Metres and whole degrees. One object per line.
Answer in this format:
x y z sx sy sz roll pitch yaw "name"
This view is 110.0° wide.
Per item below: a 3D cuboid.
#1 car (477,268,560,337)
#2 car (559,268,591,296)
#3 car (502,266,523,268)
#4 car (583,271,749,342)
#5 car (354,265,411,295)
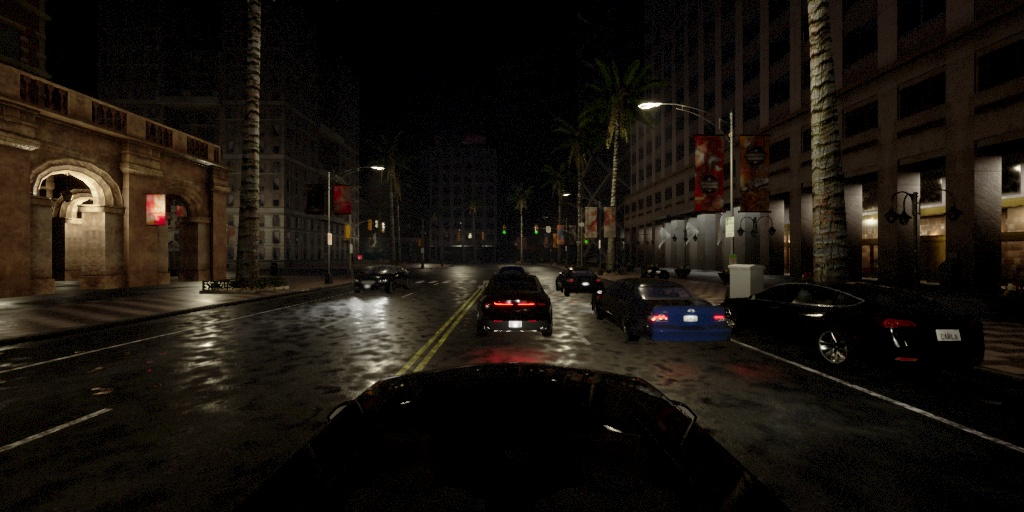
0.053 1.254 10.328 1.837 1.490 4.892 0 0 -1 "car"
3.518 1.314 19.280 1.994 1.385 4.181 0 0 -1 "car"
0.010 1.276 19.629 1.812 1.442 4.674 0 0 -2 "car"
3.563 1.298 9.700 2.033 1.411 5.357 0 0 0 "car"
-7.098 1.240 20.058 2.128 1.511 4.902 0 0 0 "car"
